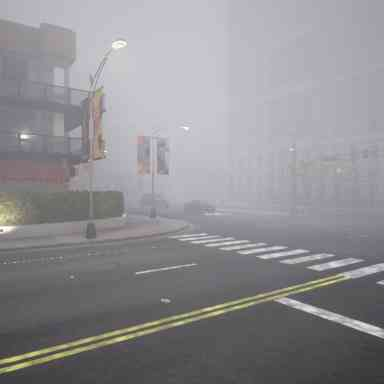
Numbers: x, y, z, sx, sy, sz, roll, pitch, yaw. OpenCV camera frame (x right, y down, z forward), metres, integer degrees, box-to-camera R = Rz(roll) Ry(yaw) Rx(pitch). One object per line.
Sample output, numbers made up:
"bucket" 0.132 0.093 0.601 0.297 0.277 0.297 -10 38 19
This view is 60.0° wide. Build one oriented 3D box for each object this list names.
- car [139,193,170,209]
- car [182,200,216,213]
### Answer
"car" -5.203 1.221 45.335 2.150 2.045 5.566 0 0 -35
"car" 0.733 1.564 36.698 1.994 1.385 4.181 0 0 -35
